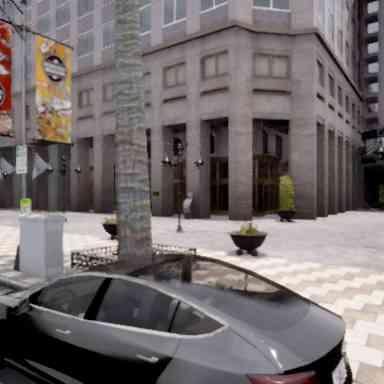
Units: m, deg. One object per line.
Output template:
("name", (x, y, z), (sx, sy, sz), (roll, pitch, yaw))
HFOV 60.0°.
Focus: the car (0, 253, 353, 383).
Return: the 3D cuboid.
("car", (-0.733, 1.513, 4.011), (4.786, 1.482, 2.161), (0, 0, 35))
